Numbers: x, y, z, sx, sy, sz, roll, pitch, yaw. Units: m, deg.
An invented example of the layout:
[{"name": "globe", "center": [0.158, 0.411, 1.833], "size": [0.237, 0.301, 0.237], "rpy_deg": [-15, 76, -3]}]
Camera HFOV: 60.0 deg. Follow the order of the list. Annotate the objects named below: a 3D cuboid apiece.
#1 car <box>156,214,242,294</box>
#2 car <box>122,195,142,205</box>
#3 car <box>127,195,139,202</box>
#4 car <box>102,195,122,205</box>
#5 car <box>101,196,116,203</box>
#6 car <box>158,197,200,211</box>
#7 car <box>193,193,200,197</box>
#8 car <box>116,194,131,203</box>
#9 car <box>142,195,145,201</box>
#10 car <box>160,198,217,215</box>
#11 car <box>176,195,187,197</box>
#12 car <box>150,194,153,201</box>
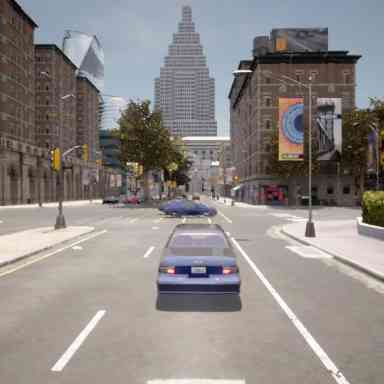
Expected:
[{"name": "car", "center": [0.172, 1.547, 8.905], "size": [2.033, 1.411, 5.357], "rpy_deg": [0, 0, 1]}, {"name": "car", "center": [-10.830, 1.478, 59.827], "size": [1.882, 1.535, 5.008], "rpy_deg": [0, 0, 1]}, {"name": "car", "center": [-14.021, 1.478, 78.851], "size": [1.882, 1.535, 5.008], "rpy_deg": [0, 0, 1]}, {"name": "car", "center": [-14.349, 1.601, 58.646], "size": [1.895, 1.301, 4.718], "rpy_deg": [0, 0, 1]}, {"name": "car", "center": [-17.385, 1.595, 69.799], "size": [1.895, 1.301, 4.718], "rpy_deg": [0, 0, 1]}, {"name": "car", "center": [-0.912, 1.491, 32.646], "size": [4.902, 1.511, 2.128], "rpy_deg": [0, 0, 0]}, {"name": "car", "center": [1.121, 1.350, 89.984], "size": [2.097, 1.767, 4.553], "rpy_deg": [0, 0, 1]}, {"name": "car", "center": [-14.149, 1.355, 68.752], "size": [2.097, 1.767, 4.553], "rpy_deg": [0, 0, 1]}, {"name": "car", "center": [-10.638, 1.500, 69.623], "size": [1.837, 1.490, 4.892], "rpy_deg": [0, 0, 1]}, {"name": "car", "center": [-0.144, 1.525, 29.141], "size": [4.674, 1.442, 1.812], "rpy_deg": [0, 0, 0]}, {"name": "car", "center": [-2.550, 1.547, 67.916], "size": [2.033, 1.411, 5.357], "rpy_deg": [0, 0, 1]}, {"name": "car", "center": [-10.511, 1.355, 79.611], "size": [2.097, 1.767, 4.553], "rpy_deg": [0, 0, 1]}]
